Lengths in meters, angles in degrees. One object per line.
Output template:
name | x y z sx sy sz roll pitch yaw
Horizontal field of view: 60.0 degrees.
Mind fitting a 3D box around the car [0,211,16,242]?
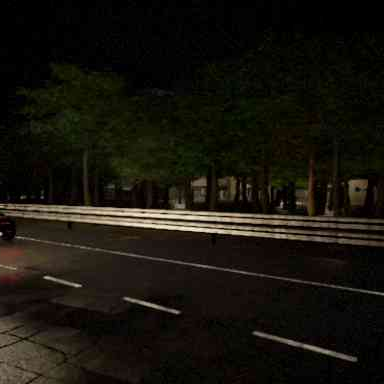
car | -9.989 1.510 15.319 4.892 1.490 1.837 0 0 36
